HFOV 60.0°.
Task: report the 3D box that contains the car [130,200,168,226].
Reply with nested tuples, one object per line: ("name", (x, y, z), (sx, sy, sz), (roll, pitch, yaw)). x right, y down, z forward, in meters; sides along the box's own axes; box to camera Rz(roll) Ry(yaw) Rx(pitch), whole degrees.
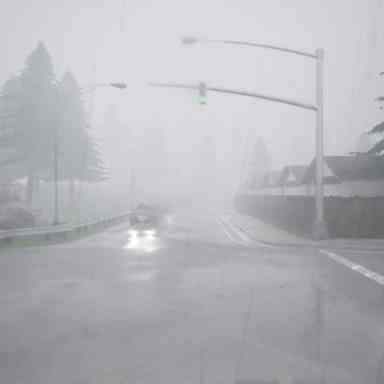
("car", (-3.255, 1.609, 24.324), (2.128, 1.511, 4.902), (0, 0, 1))

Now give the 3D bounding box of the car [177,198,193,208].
("car", (-1.567, 1.727, 51.786), (2.128, 1.511, 4.902), (0, -1, 29))

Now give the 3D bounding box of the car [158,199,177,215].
("car", (-3.077, 1.521, 35.746), (2.097, 1.767, 4.553), (0, 0, 1))
